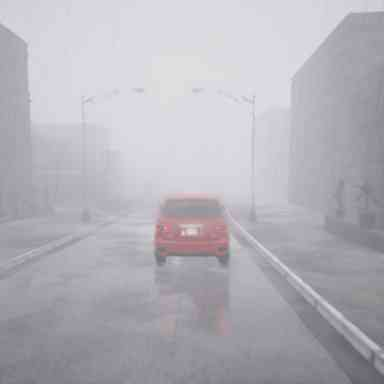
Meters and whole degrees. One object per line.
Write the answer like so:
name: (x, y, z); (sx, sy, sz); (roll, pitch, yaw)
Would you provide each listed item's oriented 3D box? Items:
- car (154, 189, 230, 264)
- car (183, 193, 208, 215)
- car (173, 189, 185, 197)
car: (0.012, 1.054, 11.372); (2.150, 2.045, 5.566); (0, 2, 0)
car: (0.361, 0.929, 28.028); (1.882, 1.535, 5.008); (0, 2, 3)
car: (-2.502, 0.193, 63.902); (1.994, 1.385, 4.181); (0, 1, 1)
